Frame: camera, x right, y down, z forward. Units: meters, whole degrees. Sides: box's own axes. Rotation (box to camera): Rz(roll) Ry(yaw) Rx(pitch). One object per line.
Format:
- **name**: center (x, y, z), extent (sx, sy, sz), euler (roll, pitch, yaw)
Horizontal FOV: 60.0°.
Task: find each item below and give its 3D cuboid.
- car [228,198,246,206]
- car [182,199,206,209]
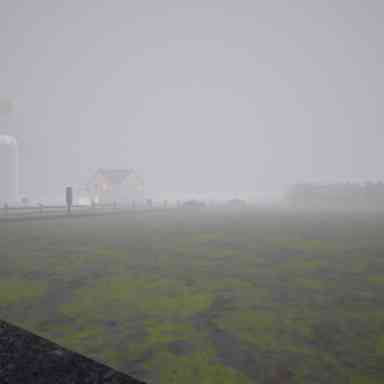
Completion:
- **car**: center (8.855, 1.905, 65.102), extent (1.882, 1.535, 5.008), euler (-2, -1, 35)
- **car**: center (0.432, 1.883, 53.212), extent (2.128, 1.511, 4.902), euler (-2, -1, 35)
